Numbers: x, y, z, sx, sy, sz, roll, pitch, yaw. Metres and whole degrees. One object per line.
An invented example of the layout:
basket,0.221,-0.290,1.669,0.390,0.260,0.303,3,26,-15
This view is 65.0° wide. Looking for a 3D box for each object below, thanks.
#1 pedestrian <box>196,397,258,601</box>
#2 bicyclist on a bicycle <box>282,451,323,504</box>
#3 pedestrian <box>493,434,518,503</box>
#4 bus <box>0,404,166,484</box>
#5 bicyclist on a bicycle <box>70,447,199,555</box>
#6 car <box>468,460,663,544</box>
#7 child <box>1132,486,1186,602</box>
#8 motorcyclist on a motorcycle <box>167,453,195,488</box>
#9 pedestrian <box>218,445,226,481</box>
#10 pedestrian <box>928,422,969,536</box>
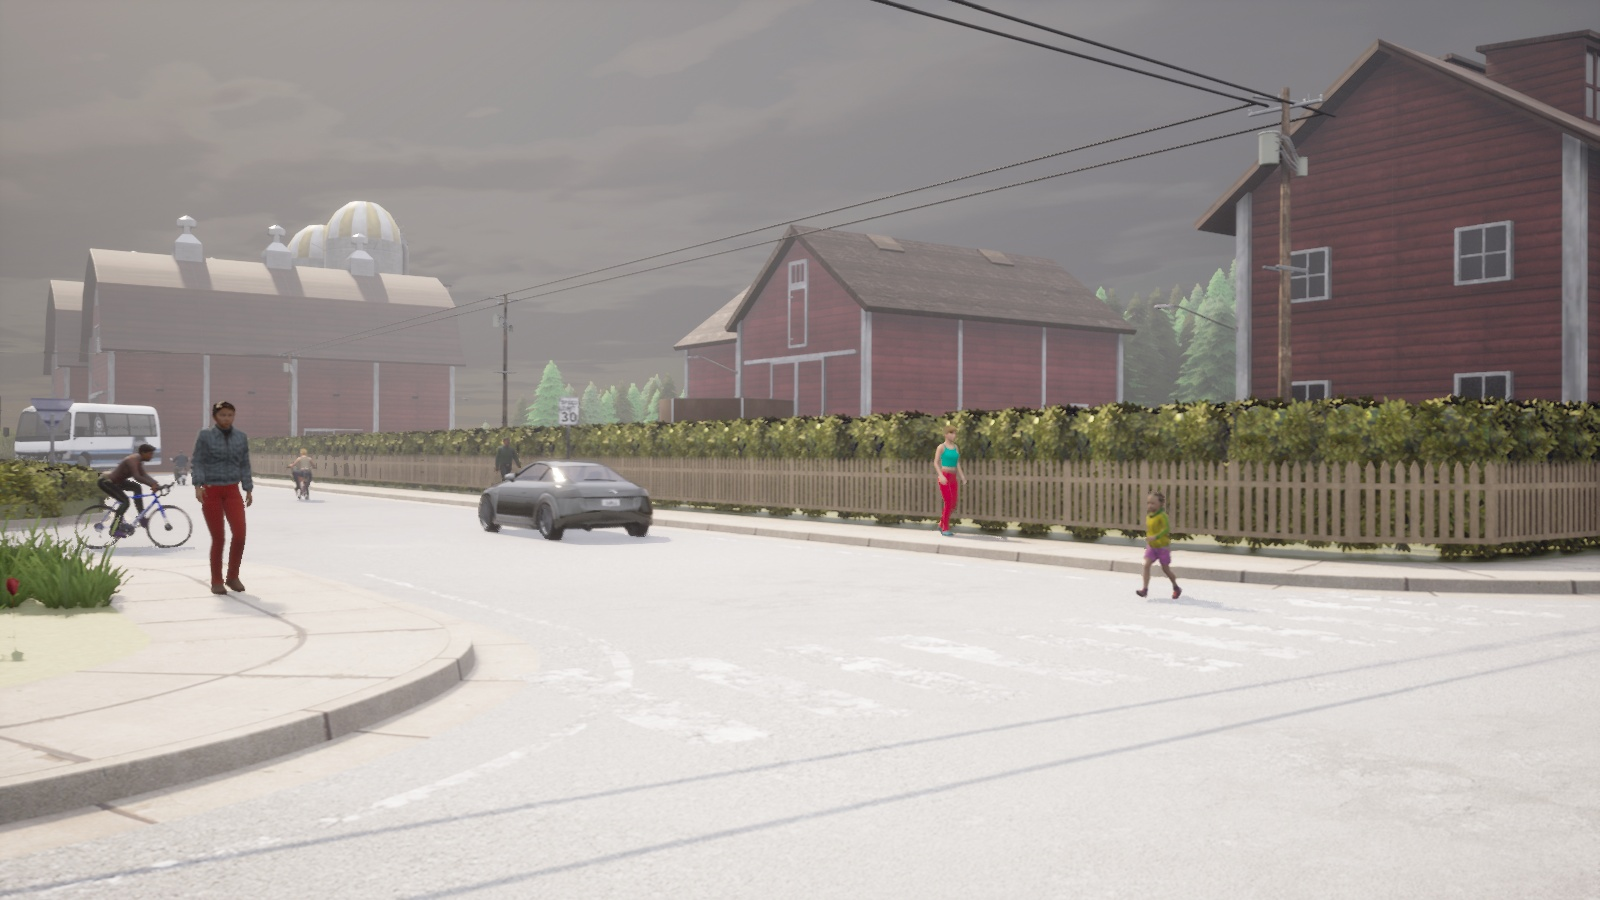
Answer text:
pedestrian,-5.337,0.444,11.684,0.353,1.847,0.614,0,0,-42
bicyclist on a bicycle,-15.420,0.828,38.892,0.866,1.612,1.509,0,0,-35
pedestrian,-8.421,0.532,35.867,0.423,1.949,0.788,0,0,-36
bus,-41.424,-0.397,72.970,3.944,4.253,10.273,-1,1,0
bicyclist on a bicycle,-10.200,0.772,19.297,1.656,1.620,0.582,1,1,-16
car,-4.433,0.894,23.286,1.994,1.385,4.181,0,0,-35
child,3.690,0.954,12.898,0.473,1.160,0.299,0,0,-33
motorcyclist on a motorcycle,-28.022,0.915,56.813,0.866,1.590,1.817,0,0,-35
pedestrian,-29.687,0.645,64.497,0.353,1.847,0.614,0,0,-31
pedestrian,2.429,0.472,20.553,0.345,1.836,0.594,0,0,-36
